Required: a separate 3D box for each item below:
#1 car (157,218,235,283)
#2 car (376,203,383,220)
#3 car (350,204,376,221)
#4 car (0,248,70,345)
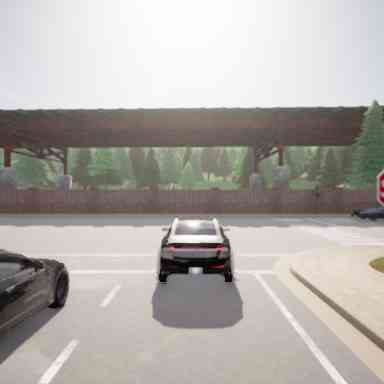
[{"bbox_3d":[0.111,1.481,9.613,2.128,1.511,4.902,0,0,1],"label":"car"},{"bbox_3d":[15.884,1.453,22.943,5.008,1.535,1.882,0,0,1],"label":"car"},{"bbox_3d":[15.633,1.519,26.446,5.357,1.411,2.033,0,0,1],"label":"car"},{"bbox_3d":[-3.398,1.520,4.919,1.812,1.442,4.674,0,0,0],"label":"car"}]
